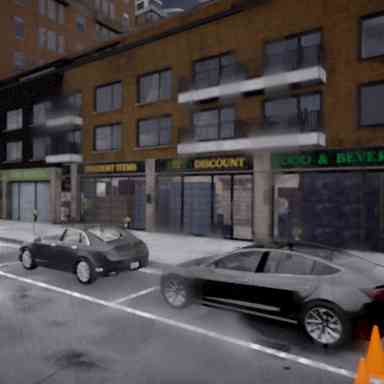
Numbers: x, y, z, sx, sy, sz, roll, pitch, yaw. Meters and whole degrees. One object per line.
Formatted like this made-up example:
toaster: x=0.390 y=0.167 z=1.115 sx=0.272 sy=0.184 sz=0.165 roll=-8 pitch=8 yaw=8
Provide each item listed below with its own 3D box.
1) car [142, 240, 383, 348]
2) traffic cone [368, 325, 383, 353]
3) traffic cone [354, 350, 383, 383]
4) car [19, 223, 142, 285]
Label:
car: x=1.365 y=1.579 z=6.211 sx=4.313 sy=1.339 sz=1.947 roll=0 pitch=1 yaw=35
traffic cone: x=2.293 y=1.966 z=4.160 sx=0.340 sy=0.580 sz=0.340 roll=0 pitch=0 yaw=35
traffic cone: x=1.714 y=1.964 z=3.344 sx=0.340 sy=0.580 sz=0.340 roll=0 pitch=0 yaw=35
car: x=-3.191 y=1.562 z=9.444 sx=4.403 sy=1.369 sz=2.008 roll=0 pitch=1 yaw=35
